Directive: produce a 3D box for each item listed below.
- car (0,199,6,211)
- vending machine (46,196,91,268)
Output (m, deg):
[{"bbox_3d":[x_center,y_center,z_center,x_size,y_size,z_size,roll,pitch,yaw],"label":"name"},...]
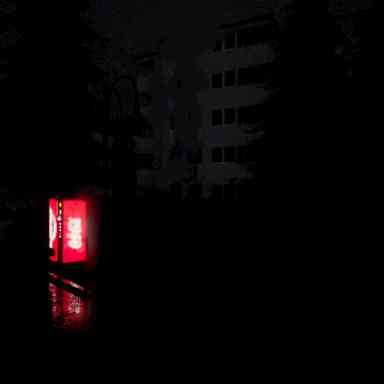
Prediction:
[{"bbox_3d":[-23.726,1.352,39.752,2.097,1.767,4.553,0,0,-22],"label":"car"},{"bbox_3d":[-3.898,1.195,10.468,1.100,2.100,0.880,0,0,-40],"label":"vending machine"}]
